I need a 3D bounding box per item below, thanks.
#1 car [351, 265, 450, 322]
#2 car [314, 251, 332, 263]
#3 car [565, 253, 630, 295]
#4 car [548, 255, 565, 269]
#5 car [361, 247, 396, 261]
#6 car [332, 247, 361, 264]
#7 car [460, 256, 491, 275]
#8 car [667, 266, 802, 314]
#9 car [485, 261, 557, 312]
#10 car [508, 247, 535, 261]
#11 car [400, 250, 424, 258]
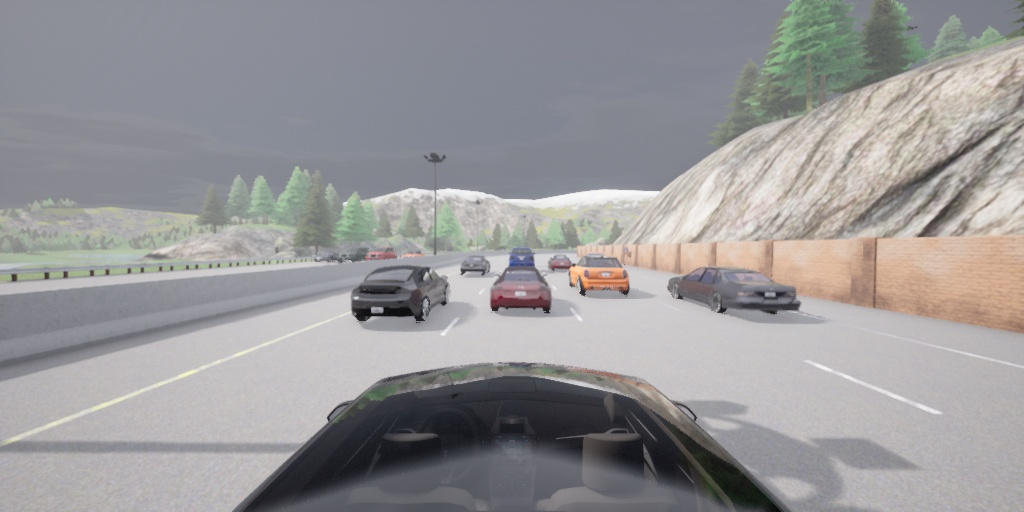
[{"bbox_3d":[-3.235,1.018,11.216,1.837,1.490,4.892,0,2,2],"label":"car"},{"bbox_3d":[-23.433,0.107,46.049,2.128,1.511,4.902,0,2,2],"label":"car"},{"bbox_3d":[3.955,0.755,16.973,2.097,1.767,4.553,0,1,2],"label":"car"},{"bbox_3d":[4.392,0.588,32.959,1.994,1.385,4.181,0,1,2],"label":"car"},{"bbox_3d":[-16.456,-0.120,45.330,2.150,2.045,5.566,0,1,2],"label":"car"},{"bbox_3d":[-19.953,-0.134,45.401,2.150,2.045,5.566,0,1,2],"label":"car"},{"bbox_3d":[-2.773,0.668,27.833,2.033,1.411,5.357,0,1,2],"label":"car"},{"bbox_3d":[7.318,1.066,12.546,2.033,1.411,5.357,0,1,2],"label":"car"},{"bbox_3d":[0.321,1.053,12.769,1.994,1.385,4.181,0,1,2],"label":"car"},{"bbox_3d":[0.860,0.262,31.698,2.150,2.045,5.566,0,1,2],"label":"car"},{"bbox_3d":[-12.915,-0.008,46.565,2.097,1.767,4.553,0,1,2],"label":"car"}]
